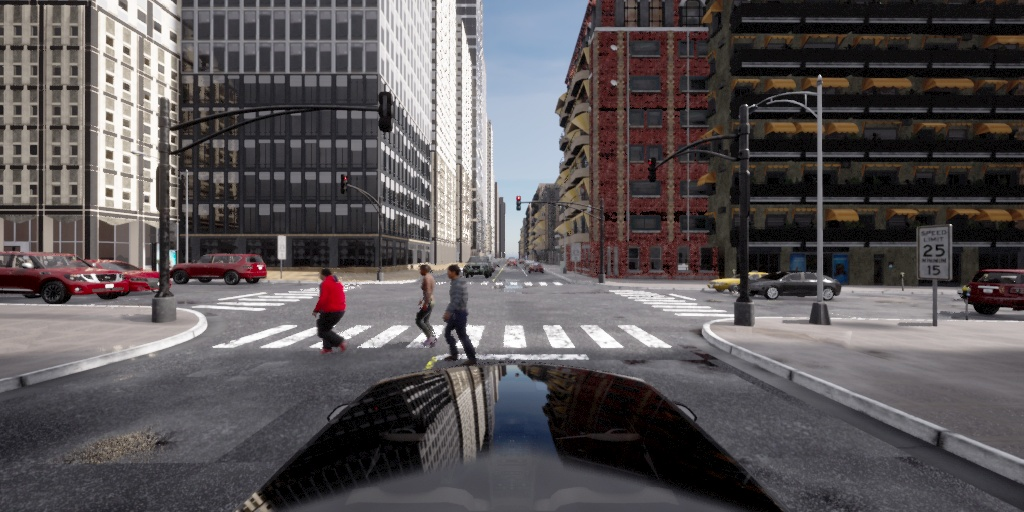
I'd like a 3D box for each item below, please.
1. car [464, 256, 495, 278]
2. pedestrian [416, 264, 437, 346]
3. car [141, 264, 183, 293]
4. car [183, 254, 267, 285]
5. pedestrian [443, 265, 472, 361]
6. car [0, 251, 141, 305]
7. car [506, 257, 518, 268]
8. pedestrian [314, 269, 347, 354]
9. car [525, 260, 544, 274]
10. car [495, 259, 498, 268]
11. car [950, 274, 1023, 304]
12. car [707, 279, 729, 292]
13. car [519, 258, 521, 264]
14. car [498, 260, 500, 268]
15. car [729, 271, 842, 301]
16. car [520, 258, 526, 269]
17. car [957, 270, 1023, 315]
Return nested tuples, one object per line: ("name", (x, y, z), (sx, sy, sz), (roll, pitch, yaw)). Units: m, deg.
("car", (-3.093, 0.977, 33.630), (2.150, 2.045, 5.566), (0, 0, 0))
("pedestrian", (-1.841, 1.044, 7.866), (0.375, 1.860, 0.375), (0, 0, 0))
("car", (-18.158, 0.916, 15.960), (5.008, 1.535, 1.882), (1, 0, 0))
("car", (-17.706, 0.776, 21.753), (5.009, 1.841, 2.192), (0, 0, 0))
("pedestrian", (-0.971, 1.044, 6.465), (0.375, 1.860, 0.375), (0, 0, 0))
("car", (-17.573, 0.757, 13.373), (5.009, 1.841, 2.192), (0, 0, 0))
("car", (0.013, 1.298, 63.911), (1.812, 1.442, 4.674), (0, 0, 0))
("pedestrian", (-3.617, 1.044, 7.165), (0.375, 1.860, 0.375), (0, 0, 0))
("car", (2.749, 1.341, 41.728), (1.802, 1.307, 4.207), (0, 0, 0))
("car", (-3.085, 1.287, 45.224), (1.812, 1.442, 4.674), (0, 0, 0))
("car", (27.333, 1.808, 19.545), (4.674, 1.442, 1.812), (1, 0, -1))
("car", (14.634, 1.587, 22.028), (4.829, 1.417, 1.751), (0, 0, 0))
("car", (2.703, 1.320, 60.293), (2.007, 1.370, 4.403), (0, 0, 0))
("car", (-3.054, 1.248, 60.643), (1.882, 1.535, 5.008), (0, 0, 0))
("car", (14.946, 1.562, 19.444), (4.892, 1.490, 1.837), (1, 0, 0))
("car", (2.701, 1.317, 54.645), (2.007, 1.370, 4.403), (0, 0, 0))
("car", (20.601, 1.461, 13.731), (5.009, 1.841, 2.192), (0, 0, 0))
